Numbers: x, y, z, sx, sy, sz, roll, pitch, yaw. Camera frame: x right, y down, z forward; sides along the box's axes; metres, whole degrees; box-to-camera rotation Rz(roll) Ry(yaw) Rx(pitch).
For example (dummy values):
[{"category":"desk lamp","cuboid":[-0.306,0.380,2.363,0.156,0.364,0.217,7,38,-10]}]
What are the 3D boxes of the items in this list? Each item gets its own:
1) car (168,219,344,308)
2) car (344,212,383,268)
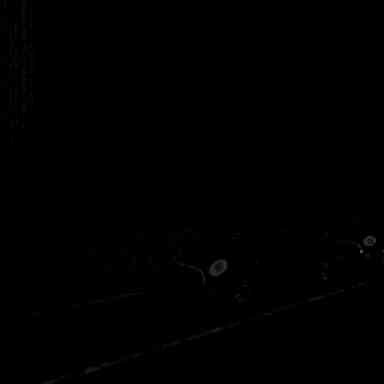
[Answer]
[{"category":"car","cuboid":[1.433,1.421,7.789,4.097,1.590,1.967,0,0,-36]},{"category":"car","cuboid":[6.024,1.405,11.063,4.097,1.590,1.967,0,0,-36]}]
